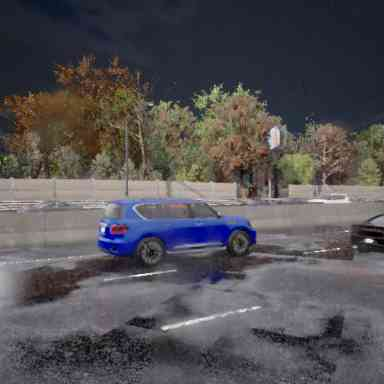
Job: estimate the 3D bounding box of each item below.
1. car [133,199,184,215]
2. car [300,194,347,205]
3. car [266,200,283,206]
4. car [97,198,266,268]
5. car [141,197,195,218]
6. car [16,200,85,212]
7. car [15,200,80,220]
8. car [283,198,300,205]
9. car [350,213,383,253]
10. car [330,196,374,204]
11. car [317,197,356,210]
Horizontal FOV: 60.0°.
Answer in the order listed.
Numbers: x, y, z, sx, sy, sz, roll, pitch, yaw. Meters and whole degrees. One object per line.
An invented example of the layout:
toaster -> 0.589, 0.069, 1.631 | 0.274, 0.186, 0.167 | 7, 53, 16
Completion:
car -> -3.425, 1.503, 34.225 | 4.892, 1.490, 1.837 | -1, 0, -30
car -> 15.108, 1.223, 36.909 | 5.566, 2.045, 2.150 | 0, 0, -30
car -> 6.950, 1.548, 36.214 | 5.357, 1.411, 2.033 | 0, 0, -30
car -> -0.395, 1.223, 11.464 | 5.566, 2.045, 2.150 | 0, 0, -30
car -> -2.179, 1.352, 30.902 | 4.553, 1.767, 2.097 | 0, 0, -30
car -> -10.886, 1.492, 25.837 | 4.902, 1.511, 2.128 | 0, 0, -30
car -> -12.537, 1.478, 28.927 | 5.008, 1.535, 1.882 | 0, 0, -30
car -> 12.956, 1.549, 43.758 | 5.357, 1.411, 2.033 | 0, 0, -30
car -> 8.020, 1.477, 12.308 | 5.008, 1.535, 1.882 | 0, 0, -30
car -> 16.817, 1.493, 33.854 | 4.902, 1.511, 2.128 | 0, 0, -30
car -> 18.698, 1.495, 43.045 | 4.902, 1.511, 2.128 | 0, 0, -30
